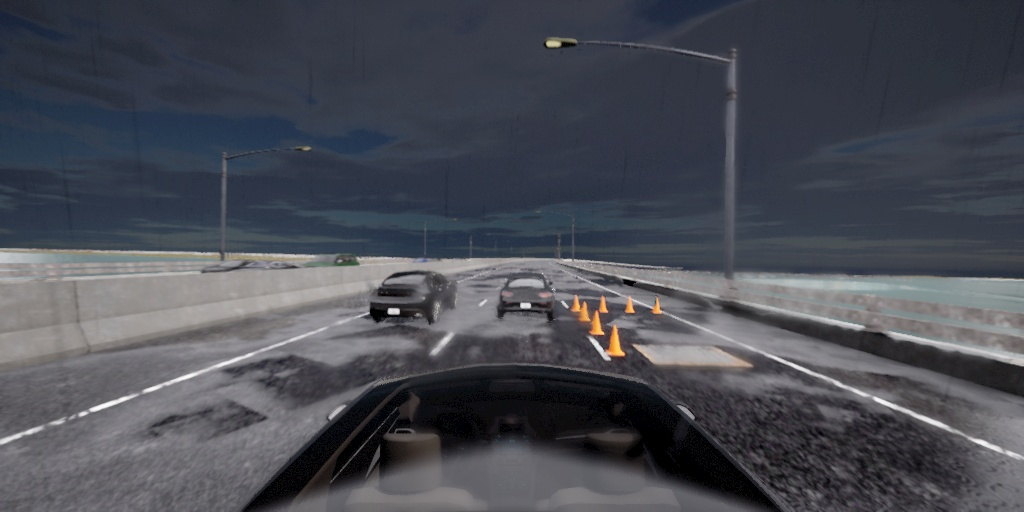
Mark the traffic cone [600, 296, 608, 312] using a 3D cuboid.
[{"bbox_3d":[3.430,1.794,13.560,0.340,0.580,0.340,0,0,2],"label":"traffic cone"}]

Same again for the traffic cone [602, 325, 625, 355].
[{"bbox_3d":[2.173,1.757,7.608,0.340,0.580,0.340,0,0,2],"label":"traffic cone"}]

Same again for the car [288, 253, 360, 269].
[{"bbox_3d":[-13.075,0.828,25.888,2.150,2.045,5.566,1,0,3],"label":"car"}]

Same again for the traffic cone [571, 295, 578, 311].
[{"bbox_3d":[2.431,1.778,13.603,0.340,0.580,0.340,0,0,2],"label":"traffic cone"}]

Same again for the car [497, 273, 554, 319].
[{"bbox_3d":[0.514,1.315,12.929,1.812,1.442,4.674,1,0,3],"label":"car"}]

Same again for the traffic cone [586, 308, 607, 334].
[{"bbox_3d":[2.260,1.764,9.606,0.340,0.580,0.340,0,0,2],"label":"traffic cone"}]

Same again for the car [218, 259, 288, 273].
[{"bbox_3d":[-16.656,1.037,24.338,2.128,1.511,4.902,1,0,3],"label":"car"}]

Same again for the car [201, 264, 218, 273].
[{"bbox_3d":[-20.062,0.974,26.315,1.882,1.535,5.008,1,0,3],"label":"car"}]

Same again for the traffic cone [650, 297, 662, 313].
[{"bbox_3d":[5.427,1.826,13.473,0.340,0.580,0.340,0,0,2],"label":"traffic cone"}]

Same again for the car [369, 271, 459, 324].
[{"bbox_3d":[-3.033,1.234,11.950,1.837,1.490,4.892,1,0,3],"label":"car"}]

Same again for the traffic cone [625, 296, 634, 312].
[{"bbox_3d":[4.429,1.810,13.517,0.340,0.580,0.340,0,0,2],"label":"traffic cone"}]

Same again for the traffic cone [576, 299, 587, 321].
[{"bbox_3d":[2.345,1.771,11.605,0.340,0.580,0.340,0,0,2],"label":"traffic cone"}]
